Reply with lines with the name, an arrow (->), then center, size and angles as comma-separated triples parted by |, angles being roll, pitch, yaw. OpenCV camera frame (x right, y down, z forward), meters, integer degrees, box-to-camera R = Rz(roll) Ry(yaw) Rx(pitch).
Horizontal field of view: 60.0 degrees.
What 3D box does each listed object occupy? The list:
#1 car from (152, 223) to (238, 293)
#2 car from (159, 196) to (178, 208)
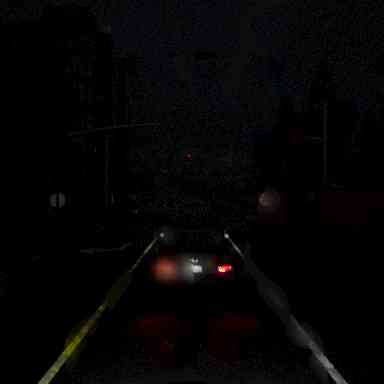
car -> 0.074, 1.539, 8.964 | 2.033, 1.411, 5.357 | 0, 0, 0
car -> -3.510, 1.505, 47.446 | 2.033, 1.411, 5.357 | 0, 0, 0
